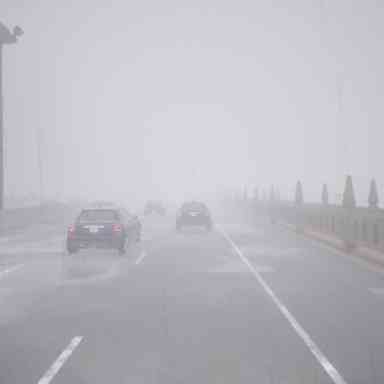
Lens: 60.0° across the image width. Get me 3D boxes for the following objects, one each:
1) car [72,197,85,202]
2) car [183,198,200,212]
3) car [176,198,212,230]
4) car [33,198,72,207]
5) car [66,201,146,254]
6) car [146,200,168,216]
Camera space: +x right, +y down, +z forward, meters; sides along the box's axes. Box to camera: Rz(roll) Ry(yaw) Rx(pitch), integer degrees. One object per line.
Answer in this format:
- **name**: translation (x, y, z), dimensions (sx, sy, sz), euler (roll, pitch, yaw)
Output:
- **car**: translation (-18.039, 1.513, 52.143), dimensions (1.837, 1.490, 4.892), euler (0, 0, -2)
- **car**: translation (-0.096, 1.474, 39.057), dimensions (1.882, 1.535, 5.008), euler (0, 0, -1)
- **car**: translation (0.104, 1.350, 21.204), dimensions (2.097, 1.767, 4.553), euler (0, 0, 0)
- **car**: translation (-14.114, 1.545, 32.853), dimensions (2.033, 1.411, 5.357), euler (0, 0, 0)
- **car**: translation (-3.397, 1.351, 13.658), dimensions (2.097, 1.767, 4.553), euler (0, 0, 0)
- **car**: translation (-3.454, 1.502, 31.839), dimensions (1.837, 1.490, 4.892), euler (0, 0, -1)
